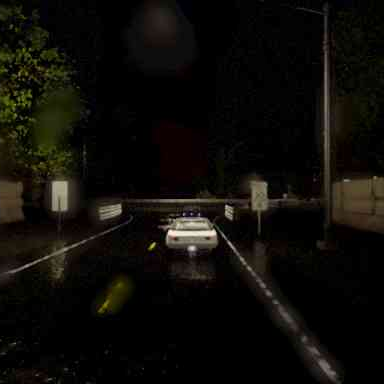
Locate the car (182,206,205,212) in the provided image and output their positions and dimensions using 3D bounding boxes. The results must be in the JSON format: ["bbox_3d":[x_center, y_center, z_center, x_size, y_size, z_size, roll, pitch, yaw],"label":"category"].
[{"bbox_3d":[0.179,1.873,28.979,1.895,1.301,4.718,0,0,5],"label":"car"}]

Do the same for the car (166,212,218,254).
[{"bbox_3d":[0.006,1.734,14.121,1.895,1.301,4.718,0,0,0],"label":"car"}]
